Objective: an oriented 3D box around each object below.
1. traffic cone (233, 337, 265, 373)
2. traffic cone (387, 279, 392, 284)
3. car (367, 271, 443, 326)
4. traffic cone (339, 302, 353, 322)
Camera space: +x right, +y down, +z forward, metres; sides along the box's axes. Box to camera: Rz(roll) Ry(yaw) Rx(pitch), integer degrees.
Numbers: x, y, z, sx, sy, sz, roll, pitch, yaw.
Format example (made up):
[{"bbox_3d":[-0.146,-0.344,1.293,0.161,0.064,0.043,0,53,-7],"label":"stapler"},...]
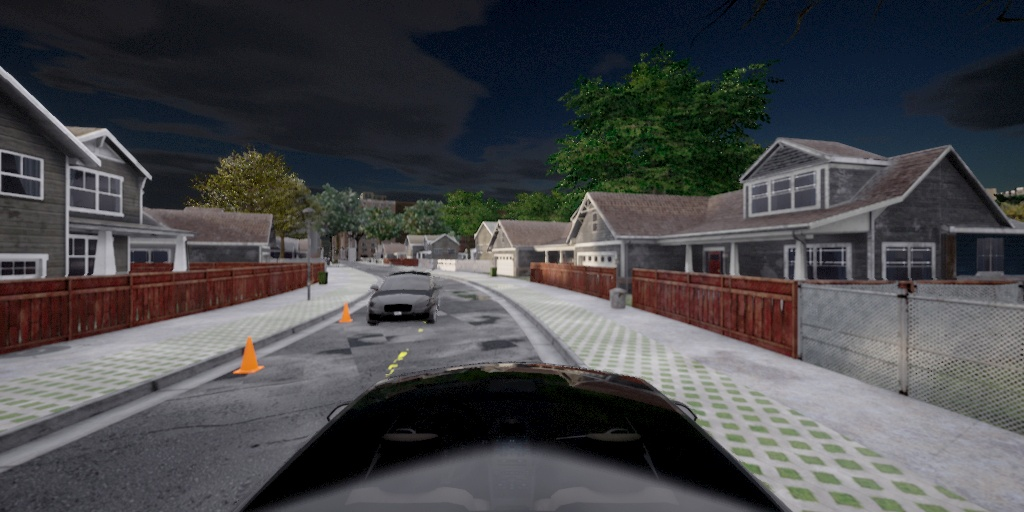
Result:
[{"bbox_3d":[-4.624,1.720,6.311,0.340,0.580,0.340,0,0,-5],"label":"traffic cone"},{"bbox_3d":[-7.104,1.760,20.616,0.340,0.580,0.340,0,0,-15],"label":"traffic cone"},{"bbox_3d":[-3.397,1.285,11.919,1.837,1.490,4.892,0,0,-9],"label":"car"},{"bbox_3d":[-5.155,1.734,11.128,0.340,0.580,0.340,0,0,-8],"label":"traffic cone"}]
